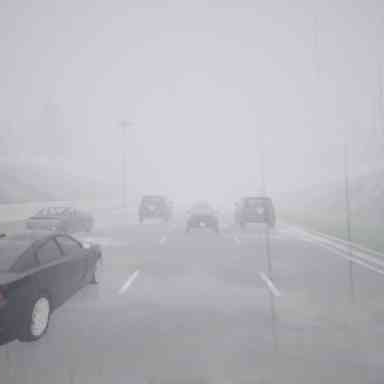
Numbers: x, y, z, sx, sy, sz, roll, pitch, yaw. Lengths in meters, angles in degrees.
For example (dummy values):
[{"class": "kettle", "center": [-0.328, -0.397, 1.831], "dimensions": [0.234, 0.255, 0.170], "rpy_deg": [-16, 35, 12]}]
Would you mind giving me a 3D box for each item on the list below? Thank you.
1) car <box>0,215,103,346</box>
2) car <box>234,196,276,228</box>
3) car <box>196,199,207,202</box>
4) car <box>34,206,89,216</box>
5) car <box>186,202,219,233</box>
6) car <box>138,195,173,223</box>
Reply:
[{"class": "car", "center": [-3.202, 1.468, 6.472], "dimensions": [1.882, 1.535, 5.008], "rpy_deg": [0, 0, 1]}, {"class": "car", "center": [4.180, 1.293, 22.757], "dimensions": [2.150, 2.045, 5.566], "rpy_deg": [0, 0, 2]}, {"class": "car", "center": [1.176, 1.613, 41.646], "dimensions": [1.812, 1.442, 4.674], "rpy_deg": [0, 0, 1]}, {"class": "car", "center": [-6.481, 1.480, 16.825], "dimensions": [2.128, 1.511, 4.902], "rpy_deg": [0, 0, 1]}, {"class": "car", "center": [0.615, 1.568, 20.060], "dimensions": [1.812, 1.442, 4.674], "rpy_deg": [0, 0, 1]}, {"class": "car", "center": [-2.736, 1.252, 25.996], "dimensions": [2.150, 2.045, 5.566], "rpy_deg": [0, 0, 2]}]
